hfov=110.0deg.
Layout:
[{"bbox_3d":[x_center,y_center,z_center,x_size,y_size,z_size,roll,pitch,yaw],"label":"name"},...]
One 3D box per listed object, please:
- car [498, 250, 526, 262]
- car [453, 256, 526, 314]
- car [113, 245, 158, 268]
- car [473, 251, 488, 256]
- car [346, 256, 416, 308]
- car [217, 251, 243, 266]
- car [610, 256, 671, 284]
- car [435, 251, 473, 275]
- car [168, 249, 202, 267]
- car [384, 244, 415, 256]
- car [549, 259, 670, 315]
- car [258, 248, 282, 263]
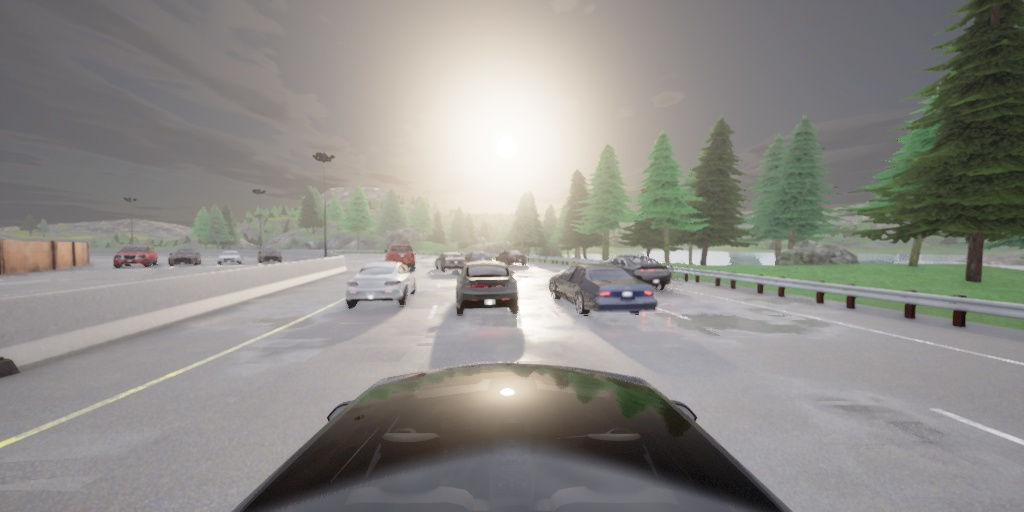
[{"bbox_3d":[-0.141,0.158,35.048,1.812,1.442,4.674,-1,2,-23],"label":"car"},{"bbox_3d":[-0.924,0.912,12.004,1.837,1.490,4.892,0,2,-8],"label":"car"},{"bbox_3d":[-35.327,0.005,33.841,2.150,2.045,5.566,-1,2,-36],"label":"car"},{"bbox_3d":[-3.405,0.250,33.759,1.994,1.385,4.181,-1,2,-23],"label":"car"},{"bbox_3d":[-4.623,0.909,13.073,1.812,1.442,4.674,0,2,-9],"label":"car"},{"bbox_3d":[-29.333,0.173,37.374,1.812,1.442,4.674,-1,2,-35],"label":"car"},{"bbox_3d":[5.357,0.720,16.737,2.128,1.511,4.902,0,2,-10],"label":"car"},{"bbox_3d":[-4.806,0.437,27.826,2.033,1.411,5.357,-1,2,-19],"label":"car"},{"bbox_3d":[-32.500,0.063,35.750,2.097,1.767,4.553,-2,2,-36],"label":"car"},{"bbox_3d":[-9.611,0.029,30.659,2.150,2.045,5.566,-1,2,-22],"label":"car"},{"bbox_3d":[2.655,0.952,11.765,2.033,1.411,5.357,0,2,-8],"label":"car"},{"bbox_3d":[-27.581,-0.124,40.883,2.097,1.767,4.553,-2,2,-37],"label":"car"}]
